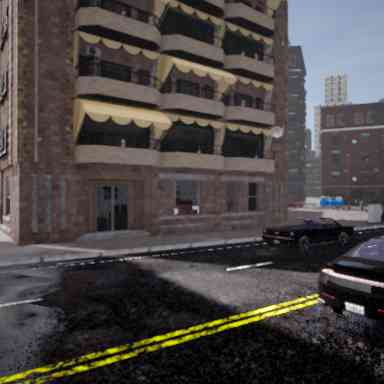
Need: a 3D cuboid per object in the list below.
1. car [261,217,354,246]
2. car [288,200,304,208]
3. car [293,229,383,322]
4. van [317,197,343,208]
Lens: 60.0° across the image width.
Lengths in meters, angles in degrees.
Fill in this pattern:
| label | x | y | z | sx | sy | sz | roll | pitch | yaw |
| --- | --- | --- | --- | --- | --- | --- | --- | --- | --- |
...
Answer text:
| label | x | y | z | sx | sy | sz | roll | pitch | yaw |
| --- | --- | --- | --- | --- | --- | --- | --- | --- | --- |
| car | 5.370 | 1.819 | 15.295 | 4.718 | 1.301 | 1.895 | 1 | -1 | -35 |
| car | 14.392 | 1.794 | 49.456 | 4.206 | 1.307 | 1.802 | 1 | -1 | 23 |
| car | 4.484 | 1.599 | 6.489 | 4.902 | 1.511 | 2.128 | 1 | -1 | -35 |
| van | 22.930 | 1.698 | 54.963 | 3.998 | 1.788 | 1.690 | 1 | -1 | 23 |
